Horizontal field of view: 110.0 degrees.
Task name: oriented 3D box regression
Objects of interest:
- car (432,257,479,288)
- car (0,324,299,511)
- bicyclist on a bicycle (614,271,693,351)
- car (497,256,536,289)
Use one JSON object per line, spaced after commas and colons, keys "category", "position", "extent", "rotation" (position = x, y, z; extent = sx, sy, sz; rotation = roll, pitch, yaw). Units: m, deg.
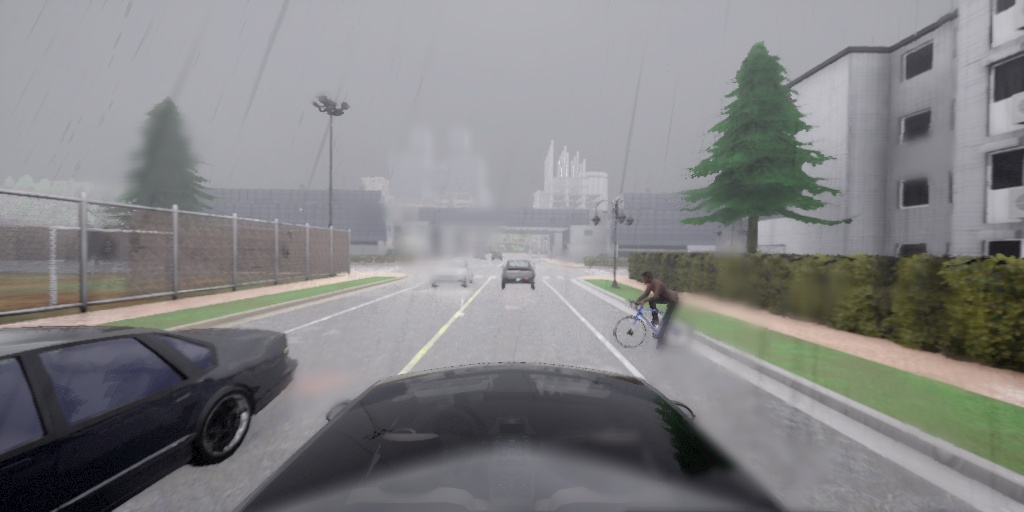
{"category": "car", "position": [-3.254, 0.967, 20.651], "extent": [1.812, 1.442, 4.674], "rotation": [1, 1, 1]}
{"category": "car", "position": [-3.602, 1.240, 2.090], "extent": [2.033, 1.411, 5.357], "rotation": [1, 1, 1]}
{"category": "bicyclist on a bicycle", "position": [2.955, 1.134, 7.449], "extent": [1.656, 1.620, 0.582], "rotation": [1, 1, 1]}
{"category": "car", "position": [0.363, 0.982, 20.719], "extent": [2.128, 1.511, 4.902], "rotation": [1, 1, 1]}
